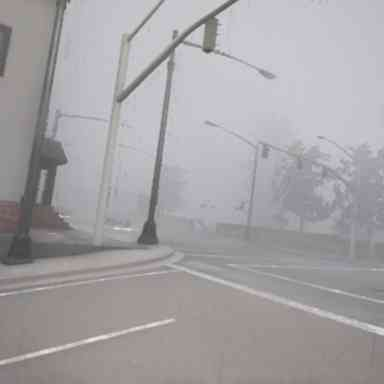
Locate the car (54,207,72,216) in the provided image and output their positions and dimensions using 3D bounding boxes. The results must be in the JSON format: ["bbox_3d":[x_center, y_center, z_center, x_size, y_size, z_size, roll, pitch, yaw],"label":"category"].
[{"bbox_3d":[-20.205,3.012,52.079,1.994,1.385,4.181,11,-6,-36],"label":"car"}]

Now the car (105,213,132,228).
[{"bbox_3d":[-7.969,2.952,35.199,1.994,1.385,4.181,11,-6,-36],"label":"car"}]
